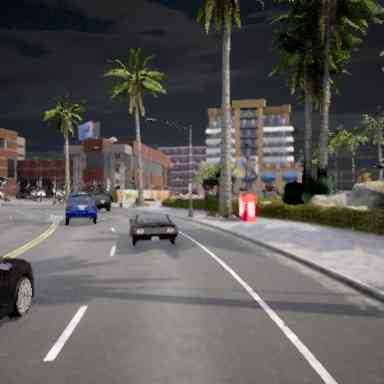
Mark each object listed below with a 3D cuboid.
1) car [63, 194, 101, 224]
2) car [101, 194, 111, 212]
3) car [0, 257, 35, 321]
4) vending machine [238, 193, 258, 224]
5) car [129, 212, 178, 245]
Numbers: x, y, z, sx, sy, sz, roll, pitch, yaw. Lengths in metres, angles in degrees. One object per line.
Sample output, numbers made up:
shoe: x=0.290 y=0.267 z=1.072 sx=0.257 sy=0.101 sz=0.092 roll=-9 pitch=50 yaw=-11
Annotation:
car: x=-8.456 y=1.205 z=25.220 sx=2.150 sy=2.045 sz=5.566 roll=0 pitch=0 yaw=-20
car: x=-10.981 y=1.189 z=37.722 sx=2.150 sy=2.045 sz=5.566 roll=0 pitch=0 yaw=-33
car: x=-3.816 y=1.499 z=4.472 sx=2.128 sy=1.511 sz=4.902 roll=0 pitch=0 yaw=-4
vending machine: x=3.871 y=1.126 z=23.056 sx=1.100 sy=2.100 sz=0.880 roll=0 pitch=0 yaw=-17
car: x=-1.936 y=1.575 z=15.449 sx=1.895 sy=1.301 sz=4.718 roll=0 pitch=0 yaw=-12
